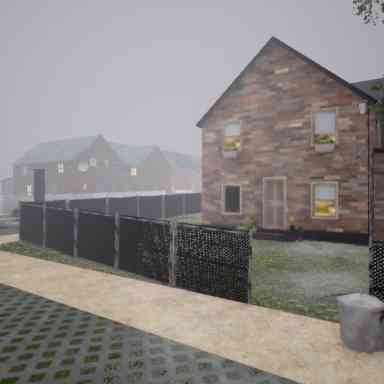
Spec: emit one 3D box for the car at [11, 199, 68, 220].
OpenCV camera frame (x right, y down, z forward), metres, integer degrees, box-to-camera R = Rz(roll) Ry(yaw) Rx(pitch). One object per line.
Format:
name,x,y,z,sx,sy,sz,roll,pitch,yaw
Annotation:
car,-10.338,1.202,23.385,1.994,1.385,4.181,0,1,34

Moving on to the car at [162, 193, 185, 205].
car,-1.742,0.795,36.279,1.812,1.442,4.674,0,1,34
